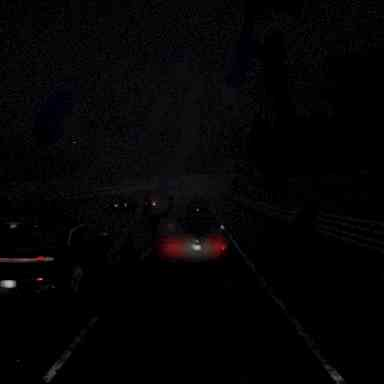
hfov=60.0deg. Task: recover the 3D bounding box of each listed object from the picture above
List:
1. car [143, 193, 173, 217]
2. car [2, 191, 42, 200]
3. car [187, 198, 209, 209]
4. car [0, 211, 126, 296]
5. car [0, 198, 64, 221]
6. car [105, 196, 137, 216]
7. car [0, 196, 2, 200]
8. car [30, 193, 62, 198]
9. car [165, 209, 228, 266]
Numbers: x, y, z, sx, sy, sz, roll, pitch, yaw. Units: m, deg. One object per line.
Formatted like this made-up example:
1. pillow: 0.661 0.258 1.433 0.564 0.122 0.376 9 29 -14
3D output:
1. car: -2.987 1.053 29.959 2.150 2.045 5.566 0 1 2
2. car: -20.337 0.865 40.953 2.150 2.045 5.566 0 1 2
3. car: 0.544 1.309 30.975 2.128 1.511 4.902 0 1 2
4. car: -3.378 1.489 8.610 2.128 1.511 4.902 0 0 1
5. car: -6.788 1.325 14.835 2.097 1.767 4.553 0 0 1
6. car: -6.462 1.170 30.822 2.097 1.767 4.553 0 1 2
7. car: -23.842 1.173 40.742 1.812 1.442 4.674 0 1 2
8. car: -16.868 1.206 40.226 2.033 1.411 5.357 0 1 2
9. car: 0.162 1.539 11.461 2.033 1.411 5.357 0 0 1
